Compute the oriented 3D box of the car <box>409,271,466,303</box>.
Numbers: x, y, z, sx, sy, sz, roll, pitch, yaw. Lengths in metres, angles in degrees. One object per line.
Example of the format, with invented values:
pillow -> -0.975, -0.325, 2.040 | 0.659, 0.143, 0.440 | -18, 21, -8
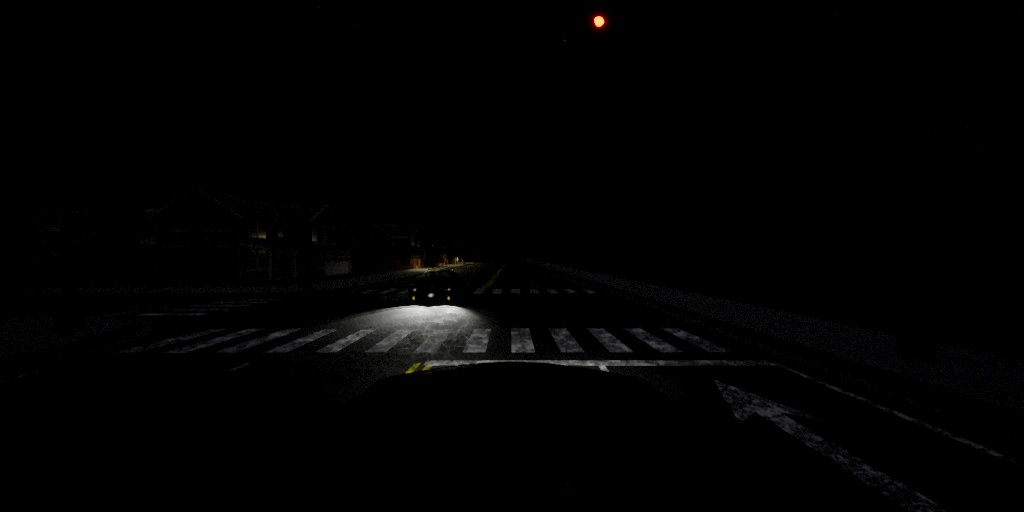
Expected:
car -> -3.264, 1.375, 16.456 | 1.994, 1.385, 4.181 | 0, 0, 0
